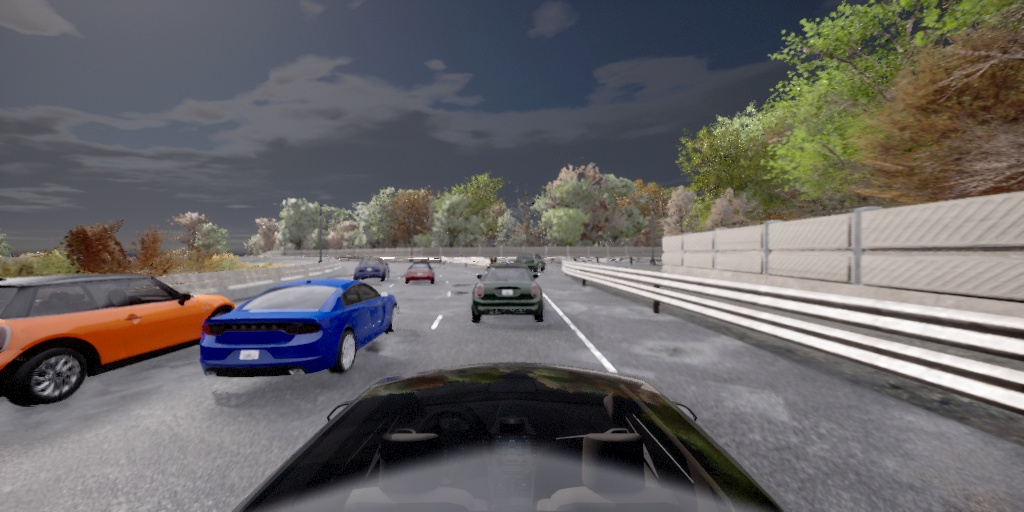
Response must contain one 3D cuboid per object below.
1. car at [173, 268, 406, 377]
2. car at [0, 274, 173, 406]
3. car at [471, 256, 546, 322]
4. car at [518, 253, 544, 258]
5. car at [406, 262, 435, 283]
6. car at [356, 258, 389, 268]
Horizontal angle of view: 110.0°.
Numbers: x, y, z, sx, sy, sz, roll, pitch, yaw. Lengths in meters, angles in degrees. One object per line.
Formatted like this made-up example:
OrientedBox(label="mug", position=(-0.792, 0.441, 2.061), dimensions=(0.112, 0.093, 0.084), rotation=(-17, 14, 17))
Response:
OrientedBox(label="car", position=(-3.794, 1.197, 7.434), dimensions=(1.882, 1.535, 5.008), rotation=(0, 0, -4))
OrientedBox(label="car", position=(-7.234, 1.092, 6.382), dimensions=(2.097, 1.767, 4.553), rotation=(0, 0, -3))
OrientedBox(label="car", position=(-0.147, 1.018, 12.130), dimensions=(2.097, 1.767, 4.553), rotation=(0, 0, -1))
OrientedBox(label="car", position=(2.020, 0.671, 37.917), dimensions=(2.150, 2.045, 5.566), rotation=(0, 0, 18))
OrientedBox(label="car", position=(-6.535, 1.146, 25.702), dimensions=(1.994, 1.385, 4.181), rotation=(0, 0, -13))
OrientedBox(label="car", position=(-10.513, 0.938, 27.171), dimensions=(2.097, 1.767, 4.553), rotation=(0, 0, -14))
